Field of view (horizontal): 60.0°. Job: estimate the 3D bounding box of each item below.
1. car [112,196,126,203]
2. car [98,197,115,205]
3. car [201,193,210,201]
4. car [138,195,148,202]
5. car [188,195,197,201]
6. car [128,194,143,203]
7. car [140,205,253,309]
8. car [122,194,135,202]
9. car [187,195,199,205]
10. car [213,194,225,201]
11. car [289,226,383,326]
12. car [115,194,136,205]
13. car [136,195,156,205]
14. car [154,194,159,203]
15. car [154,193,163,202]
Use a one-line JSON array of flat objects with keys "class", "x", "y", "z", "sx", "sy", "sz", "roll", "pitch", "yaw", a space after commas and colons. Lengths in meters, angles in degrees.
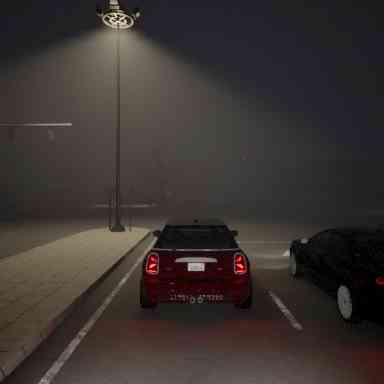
[{"class": "car", "x": -14.859, "y": 1.564, "z": 68.028, "sx": 1.994, "sy": 1.385, "sz": 4.181, "roll": 0, "pitch": 0, "yaw": 0}, {"class": "car", "x": -14.948, "y": 1.564, "z": 58.332, "sx": 1.994, "sy": 1.385, "sz": 4.181, "roll": 0, "pitch": 0, "yaw": 0}, {"class": "car", "x": 3.679, "y": 1.546, "z": 85.944, "sx": 1.994, "sy": 1.385, "sz": 4.181, "roll": 0, "pitch": 0, "yaw": 0}, {"class": "car", "x": -11.340, "y": 1.524, "z": 77.093, "sx": 1.812, "sy": 1.442, "sz": 4.674, "roll": 0, "pitch": 0, "yaw": 0}, {"class": "car", "x": 0.178, "y": 1.516, "z": 85.535, "sx": 2.128, "sy": 1.511, "sz": 4.902, "roll": 0, "pitch": 0, "yaw": 0}, {"class": "car", "x": -11.378, "y": 1.352, "z": 67.174, "sx": 2.097, "sy": 1.767, "sz": 4.553, "roll": 0, "pitch": 0, "yaw": 1}, {"class": "car", "x": 0.083, "y": 1.352, "z": 8.042, "sx": 2.097, "sy": 1.767, "sz": 4.553, "roll": 0, "pitch": 0, "yaw": 0}, {"class": "car", "x": -14.838, "y": 1.355, "z": 78.017, "sx": 2.097, "sy": 1.767, "sz": 4.553, "roll": 0, "pitch": 0, "yaw": 0}, {"class": "car", "x": 0.114, "y": 1.478, "z": 54.925, "sx": 1.882, "sy": 1.535, "sz": 5.008, "roll": 0, "pitch": 0, "yaw": 0}, {"class": "car", "x": 7.179, "y": 1.348, "z": 85.907, "sx": 2.097, "sy": 1.767, "sz": 4.553, "roll": 0, "pitch": 0, "yaw": 0}, {"class": "car", "x": 3.578, "y": 1.478, "z": 7.166, "sx": 1.882, "sy": 1.535, "sz": 5.008, "roll": 0, "pitch": 0, "yaw": 0}, {"class": "car", "x": -11.451, "y": 1.478, "z": 58.138, "sx": 1.882, "sy": 1.535, "sz": 5.008, "roll": 0, "pitch": 0, "yaw": 0}, {"class": "car", "x": -7.958, "y": 1.564, "z": 57.323, "sx": 1.994, "sy": 1.385, "sz": 4.181, "roll": 0, "pitch": 0, "yaw": 0}, {"class": "car", "x": -7.891, "y": 1.601, "z": 66.077, "sx": 1.895, "sy": 1.301, "sz": 4.718, "roll": 0, "pitch": 0, "yaw": 1}, {"class": "car", "x": -7.841, "y": 1.225, "z": 76.648, "sx": 2.150, "sy": 2.045, "sz": 5.566, "roll": 0, "pitch": 0, "yaw": 0}]
